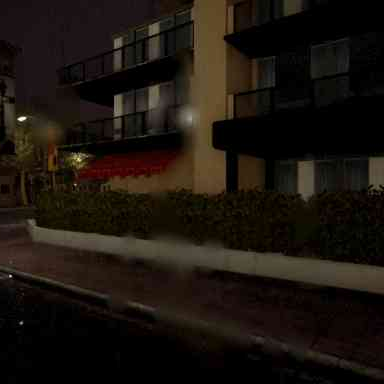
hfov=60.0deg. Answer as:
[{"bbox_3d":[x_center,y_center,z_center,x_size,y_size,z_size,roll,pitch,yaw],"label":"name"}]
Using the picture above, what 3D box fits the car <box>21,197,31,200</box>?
[{"bbox_3d":[-35.611,1.481,67.681,4.892,1.521,2.231,0,0,36],"label":"car"}]
